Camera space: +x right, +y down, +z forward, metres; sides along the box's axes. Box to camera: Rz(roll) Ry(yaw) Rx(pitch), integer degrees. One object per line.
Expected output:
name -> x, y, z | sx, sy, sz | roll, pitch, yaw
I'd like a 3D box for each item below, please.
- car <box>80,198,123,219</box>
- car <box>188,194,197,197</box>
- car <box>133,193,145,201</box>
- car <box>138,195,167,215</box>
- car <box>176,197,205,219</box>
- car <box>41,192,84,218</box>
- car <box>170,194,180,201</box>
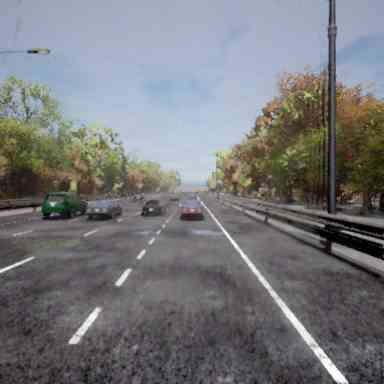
car -> -6.972, 1.350, 26.960 | 2.033, 1.411, 5.357 | 0, 0, 0
car -> 0.066, 1.070, 67.205 | 2.033, 1.411, 5.357 | 0, 0, 1
car -> -10.422, 1.019, 66.254 | 2.128, 1.511, 4.902 | 0, 0, 0
car -> -3.442, 1.303, 30.406 | 1.812, 1.442, 4.674 | 0, 1, 0
car -> 0.028, 1.350, 26.954 | 2.033, 1.411, 5.357 | 0, 0, 0
car -> -10.465, 1.020, 27.735 | 2.150, 2.045, 5.566 | 0, 1, 1
car -> -3.434, 1.070, 67.115 | 2.033, 1.411, 5.357 | 0, 0, 1
